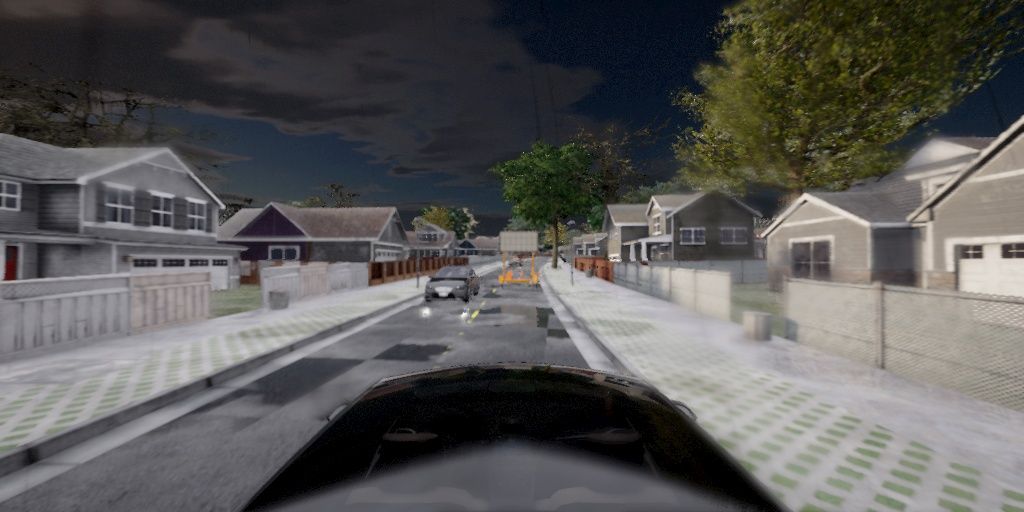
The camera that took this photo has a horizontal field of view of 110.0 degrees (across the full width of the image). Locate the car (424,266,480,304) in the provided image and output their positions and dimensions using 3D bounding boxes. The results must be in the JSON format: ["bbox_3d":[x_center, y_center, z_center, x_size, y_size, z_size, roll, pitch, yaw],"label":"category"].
[{"bbox_3d":[-2.578,1.209,16.304,2.128,1.511,4.902,0,0,2],"label":"car"}]

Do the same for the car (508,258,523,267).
[{"bbox_3d":[0.561,0.994,58.562,1.812,1.442,4.674,0,1,7],"label":"car"}]

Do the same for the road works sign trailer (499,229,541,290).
[{"bbox_3d":[0.421,0.160,22.051,2.380,3.560,2.880,0,0,3],"label":"road works sign trailer"}]
